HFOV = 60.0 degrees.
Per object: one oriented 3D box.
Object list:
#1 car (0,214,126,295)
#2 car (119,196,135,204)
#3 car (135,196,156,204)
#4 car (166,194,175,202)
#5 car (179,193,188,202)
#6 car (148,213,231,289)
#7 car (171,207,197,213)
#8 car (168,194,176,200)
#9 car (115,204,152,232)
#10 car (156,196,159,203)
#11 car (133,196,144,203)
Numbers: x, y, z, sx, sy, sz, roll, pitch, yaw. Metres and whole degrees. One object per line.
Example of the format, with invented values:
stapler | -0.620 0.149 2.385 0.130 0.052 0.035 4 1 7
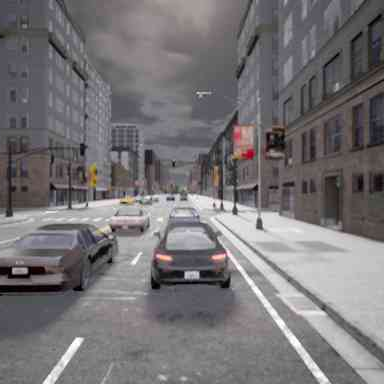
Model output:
car | -3.336 1.552 8.859 2.033 1.411 5.357 0 0 -1
car | -11.225 1.521 57.151 1.882 1.535 5.008 0 0 -1
car | -7.984 1.534 57.522 2.128 1.511 4.902 0 0 -1
car | -5.245 1.528 80.906 1.882 1.535 5.008 0 0 -1
car | -2.007 1.645 81.434 1.895 1.301 4.718 0 0 -1
car | -0.089 1.530 9.074 1.812 1.442 4.674 0 0 -2
car | -0.430 1.558 18.659 2.033 1.411 5.357 0 0 -1
car | -5.507 1.426 91.322 1.837 1.490 4.892 0 0 -1
car | -3.617 1.613 20.060 1.895 1.301 4.718 0 0 -1
car | -8.294 1.576 72.851 2.128 1.511 4.902 0 0 -1
car | -11.528 1.575 72.194 1.812 1.442 4.674 0 0 -1
